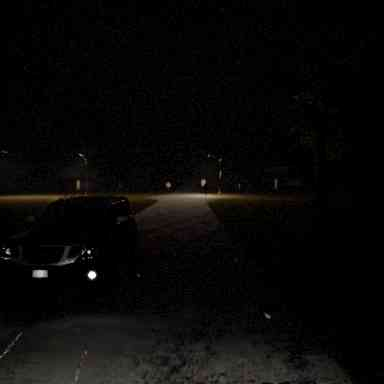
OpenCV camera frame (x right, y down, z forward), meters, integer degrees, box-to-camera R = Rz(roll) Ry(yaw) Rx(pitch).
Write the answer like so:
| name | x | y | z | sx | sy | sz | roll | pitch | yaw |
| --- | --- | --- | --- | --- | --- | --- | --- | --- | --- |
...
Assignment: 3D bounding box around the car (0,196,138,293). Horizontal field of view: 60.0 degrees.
| name | x | y | z | sx | sy | sz | roll | pitch | yaw |
| --- | --- | --- | --- | --- | --- | --- | --- | --- | --- |
| car | -2.853 | 1.153 | 9.006 | 2.150 | 2.045 | 5.566 | 0 | 1 | 0 |
